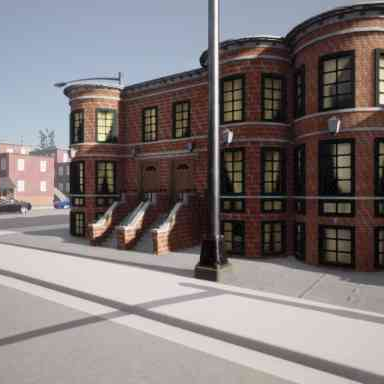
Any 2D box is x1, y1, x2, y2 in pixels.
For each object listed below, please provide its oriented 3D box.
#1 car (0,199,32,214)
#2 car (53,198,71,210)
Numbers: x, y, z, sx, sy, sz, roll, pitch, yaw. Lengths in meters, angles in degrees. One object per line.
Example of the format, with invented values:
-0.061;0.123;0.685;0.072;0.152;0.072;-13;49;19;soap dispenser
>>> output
-18.780;1.491;33.586;2.128;1.511;4.902;0;0;36;car
-15.741;1.478;43.845;1.882;1.535;5.008;0;0;35;car
